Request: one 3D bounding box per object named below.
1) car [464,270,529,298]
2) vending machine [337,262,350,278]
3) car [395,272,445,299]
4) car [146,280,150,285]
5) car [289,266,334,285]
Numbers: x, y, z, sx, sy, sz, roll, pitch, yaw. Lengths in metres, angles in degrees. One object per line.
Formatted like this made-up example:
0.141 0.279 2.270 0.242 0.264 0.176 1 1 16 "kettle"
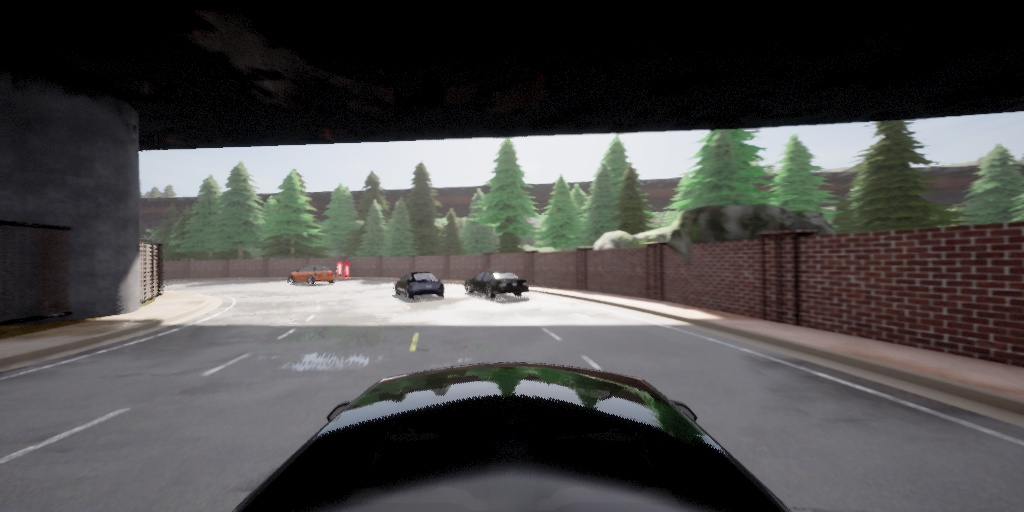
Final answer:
-1.010 1.511 20.139 2.033 1.411 5.357 0 -1 -27 "car"
-19.799 1.662 42.178 0.880 2.100 1.100 0 0 21 "vending machine"
-5.343 1.592 20.473 1.994 1.385 4.181 0 -1 -30 "car"
-37.059 2.116 34.393 4.902 1.511 2.128 -1 -1 5 "car"
-18.607 1.704 33.205 4.553 1.767 2.097 -1 -1 30 "car"
